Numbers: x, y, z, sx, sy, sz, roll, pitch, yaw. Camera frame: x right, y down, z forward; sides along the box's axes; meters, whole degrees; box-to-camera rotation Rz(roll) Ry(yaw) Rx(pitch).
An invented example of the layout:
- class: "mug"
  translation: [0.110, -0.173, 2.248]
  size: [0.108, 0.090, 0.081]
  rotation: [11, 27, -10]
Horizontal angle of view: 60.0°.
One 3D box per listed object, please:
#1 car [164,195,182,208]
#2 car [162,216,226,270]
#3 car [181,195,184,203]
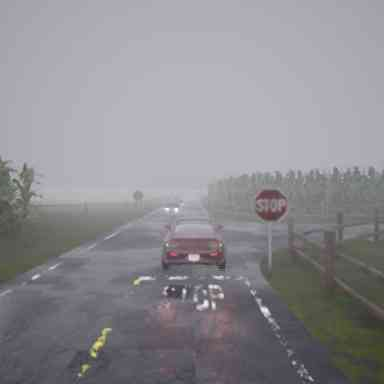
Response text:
- class: "car"
  translation: [-2.791, 1.513, 47.122]
  size: [1.994, 1.385, 4.181]
  rotation: [0, 0, 0]
- class: "car"
  translation: [0.068, 1.517, 10.881]
  size: [1.812, 1.442, 4.674]
  rotation: [0, 0, 0]
- class: "car"
  translation: [-2.714, 1.273, 63.707]
  size: [2.097, 1.767, 4.553]
  rotation: [0, 0, 1]
